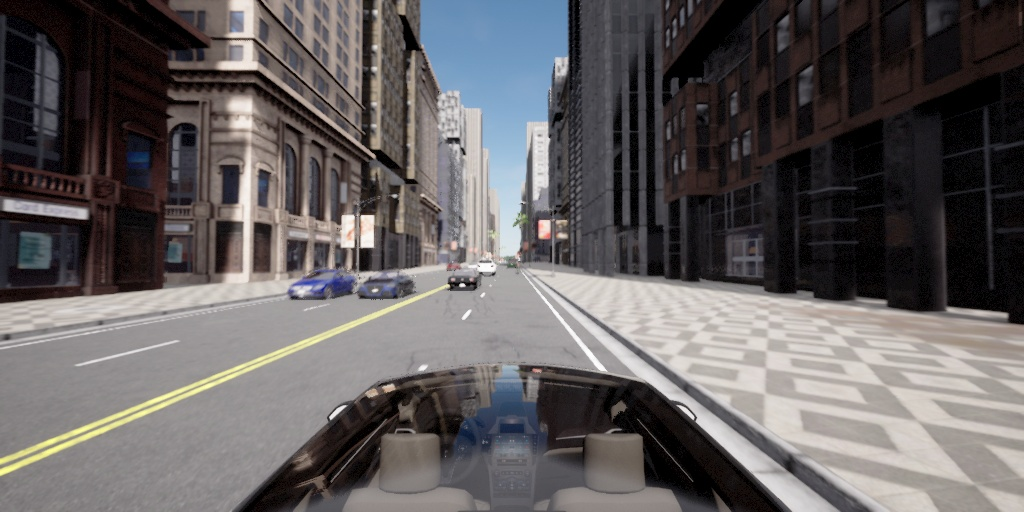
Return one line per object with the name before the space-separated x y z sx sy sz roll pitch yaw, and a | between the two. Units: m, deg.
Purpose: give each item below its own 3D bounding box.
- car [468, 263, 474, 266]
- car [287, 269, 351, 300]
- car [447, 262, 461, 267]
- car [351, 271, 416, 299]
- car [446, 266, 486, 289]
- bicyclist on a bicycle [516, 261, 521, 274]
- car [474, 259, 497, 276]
car | -6.558 1.840 60.619 1.812 1.442 4.674 0 0 1
car | -9.855 1.447 19.105 1.812 1.442 4.674 0 -1 0
car | -9.809 1.792 60.631 1.882 1.535 5.008 0 0 1
car | -6.604 1.487 19.253 1.994 1.385 4.181 0 -1 0
car | -3.156 1.582 25.057 1.895 1.301 4.718 0 -1 0
bicyclist on a bicycle | 0.883 1.652 48.059 0.582 1.620 1.656 0 -1 0
car | -3.162 1.397 45.596 2.150 2.045 5.566 0 -1 0
